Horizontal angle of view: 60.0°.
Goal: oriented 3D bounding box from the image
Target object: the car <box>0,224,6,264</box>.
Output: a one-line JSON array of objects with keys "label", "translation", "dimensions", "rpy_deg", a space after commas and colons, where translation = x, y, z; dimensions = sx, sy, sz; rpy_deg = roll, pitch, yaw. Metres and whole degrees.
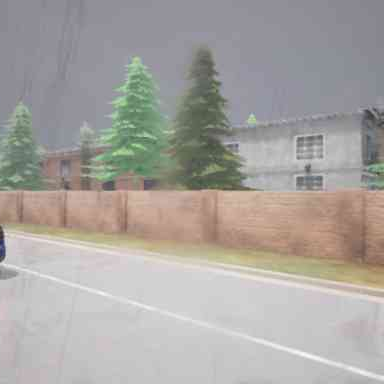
[{"label": "car", "translation": [-7.626, 1.282, 9.886], "dimensions": [5.566, 2.045, 2.150], "rpy_deg": [0, -1, 38]}]
